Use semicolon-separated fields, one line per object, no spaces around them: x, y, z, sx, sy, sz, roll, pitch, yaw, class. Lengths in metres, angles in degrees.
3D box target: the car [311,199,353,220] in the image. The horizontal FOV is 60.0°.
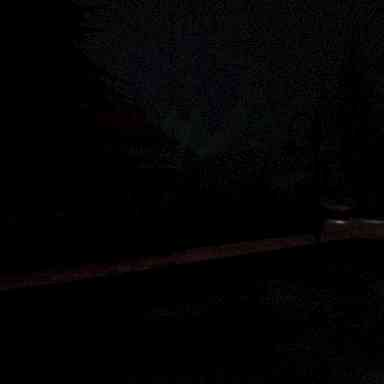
10.252;1.315;26.626;1.882;1.535;5.008;0;0;-36;car
